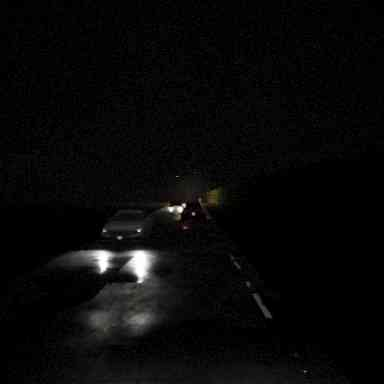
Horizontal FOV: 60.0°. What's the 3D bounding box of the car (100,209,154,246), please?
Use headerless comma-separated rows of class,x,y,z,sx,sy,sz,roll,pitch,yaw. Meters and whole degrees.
car,-2.830,1.535,15.367,1.812,1.442,4.674,0,0,0

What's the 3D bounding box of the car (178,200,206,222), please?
car,0.115,1.637,27.194,1.994,1.385,4.181,0,0,0

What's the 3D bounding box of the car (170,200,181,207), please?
car,-2.729,1.953,57.689,1.895,1.301,4.718,0,-1,0
